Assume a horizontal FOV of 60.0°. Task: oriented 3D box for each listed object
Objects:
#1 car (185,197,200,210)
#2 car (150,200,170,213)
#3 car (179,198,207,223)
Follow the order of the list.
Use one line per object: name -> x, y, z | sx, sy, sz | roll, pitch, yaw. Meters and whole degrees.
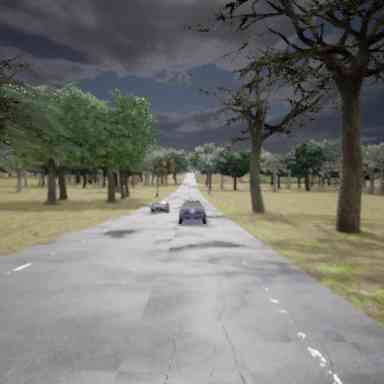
car -> 0.067, 1.509, 44.349 | 1.812, 1.442, 4.674 | 0, 1, 0
car -> -3.536, 1.618, 37.676 | 1.994, 1.385, 4.181 | 0, 0, 0
car -> 0.056, 1.463, 26.719 | 2.097, 1.767, 4.553 | 0, 0, 0
